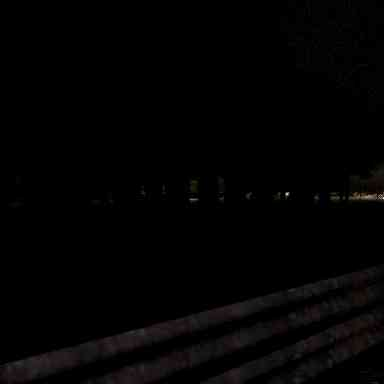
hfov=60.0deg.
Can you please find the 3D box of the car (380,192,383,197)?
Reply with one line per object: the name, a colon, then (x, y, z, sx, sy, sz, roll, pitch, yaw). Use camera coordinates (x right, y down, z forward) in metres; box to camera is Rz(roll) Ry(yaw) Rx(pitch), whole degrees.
car: (41.177, 0.727, 70.618, 2.128, 1.511, 4.902, 0, 1, 16)
